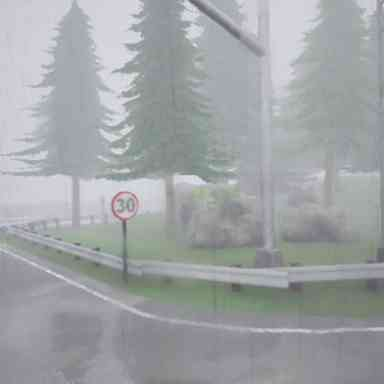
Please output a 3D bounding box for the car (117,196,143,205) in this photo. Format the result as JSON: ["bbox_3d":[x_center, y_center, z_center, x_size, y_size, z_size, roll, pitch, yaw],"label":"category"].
[{"bbox_3d":[-12.296,1.671,66.095,4.553,1.767,2.097,-1,0,-41],"label":"car"}]

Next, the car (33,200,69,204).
[{"bbox_3d":[-20.401,2.023,49.645,4.892,1.490,1.837,-1,0,-42],"label":"car"}]

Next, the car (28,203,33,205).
[{"bbox_3d":[-24.253,2.122,55.555,4.674,1.442,1.812,-1,0,-41],"label":"car"}]

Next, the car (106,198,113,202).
[{"bbox_3d":[-14.946,1.600,68.416,5.566,2.045,2.150,-1,0,-42],"label":"car"}]

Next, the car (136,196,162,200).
[{"bbox_3d":[-7.284,1.702,61.240,4.902,1.511,2.128,-1,0,-41],"label":"car"}]
